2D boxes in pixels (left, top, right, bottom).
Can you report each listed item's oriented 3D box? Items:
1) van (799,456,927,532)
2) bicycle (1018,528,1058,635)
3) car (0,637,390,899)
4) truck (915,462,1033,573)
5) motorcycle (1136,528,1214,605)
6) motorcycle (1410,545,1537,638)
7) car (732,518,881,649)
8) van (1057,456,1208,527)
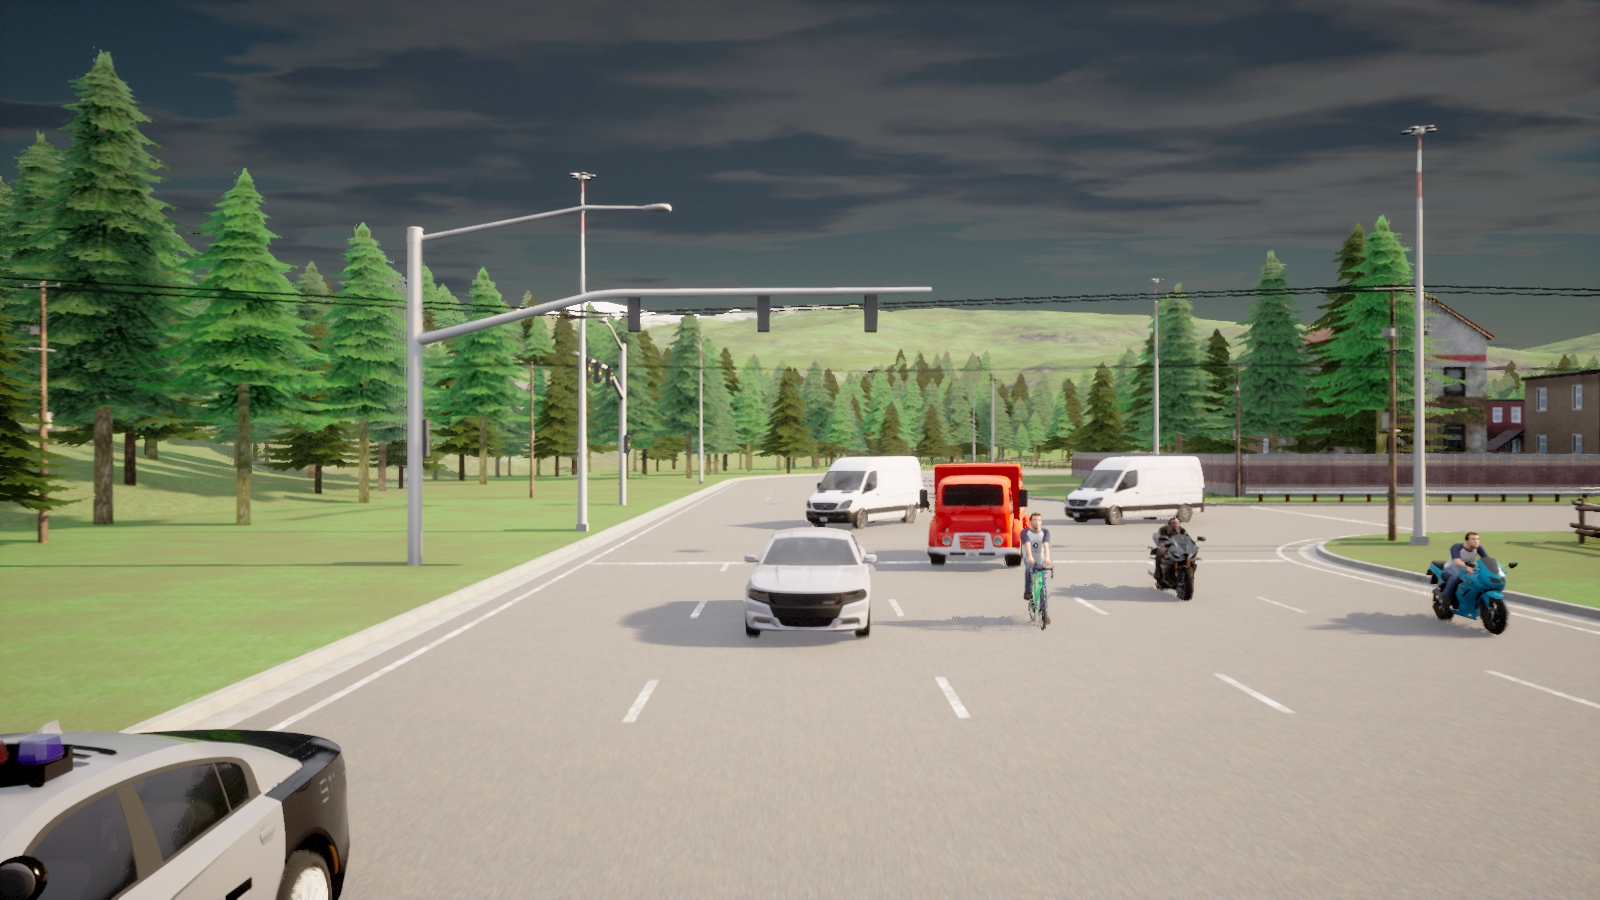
[{"bbox_3d":[2.434,1.534,42.210,1.988,2.561,5.915,-1,0,33],"label":"van"},{"bbox_3d":[3.776,2.056,18.195,0.373,1.496,1.643,0,0,3],"label":"bicycle"},{"bbox_3d":[-3.606,1.982,4.490,2.097,1.638,5.238,0,0,0],"label":"car"},{"bbox_3d":[4.487,1.571,28.726,2.627,2.467,5.204,0,0,12],"label":"truck"},{"bbox_3d":[7.184,2.205,21.997,0.867,1.251,2.209,0,0,3],"label":"motorcycle"},{"bbox_3d":[10.525,2.186,17.953,0.803,1.199,2.033,0,0,1],"label":"motorcycle"},{"bbox_3d":[0.192,2.034,18.638,2.097,1.535,5.006,0,0,2],"label":"car"},{"bbox_3d":[12.822,1.534,43.893,5.915,2.561,1.988,0,-1,-29],"label":"van"}]
